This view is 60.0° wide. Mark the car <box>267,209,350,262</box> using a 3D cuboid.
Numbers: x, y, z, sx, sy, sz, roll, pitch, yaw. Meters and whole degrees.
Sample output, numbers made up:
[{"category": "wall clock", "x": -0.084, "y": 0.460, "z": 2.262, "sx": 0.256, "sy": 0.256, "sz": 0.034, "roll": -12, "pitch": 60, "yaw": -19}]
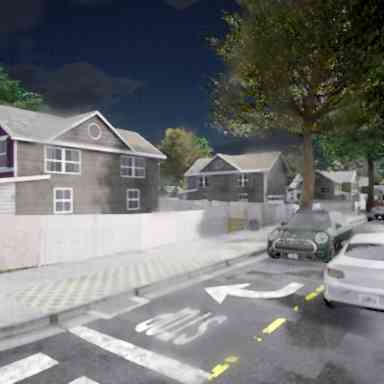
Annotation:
[{"category": "car", "x": 4.559, "y": 1.480, "z": 12.454, "sx": 2.097, "sy": 1.767, "sz": 4.553, "roll": -1, "pitch": -1, "yaw": 37}]

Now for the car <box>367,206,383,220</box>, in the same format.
[{"category": "car", "x": 16.038, "y": 1.832, "z": 27.888, "sx": 1.994, "sy": 1.385, "sz": 4.181, "roll": -1, "pitch": -1, "yaw": 37}]

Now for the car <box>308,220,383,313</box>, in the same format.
[{"category": "car", "x": 4.230, "y": 1.575, "z": 7.227, "sx": 1.812, "sy": 1.442, "sz": 4.674, "roll": -1, "pitch": -1, "yaw": 37}]
